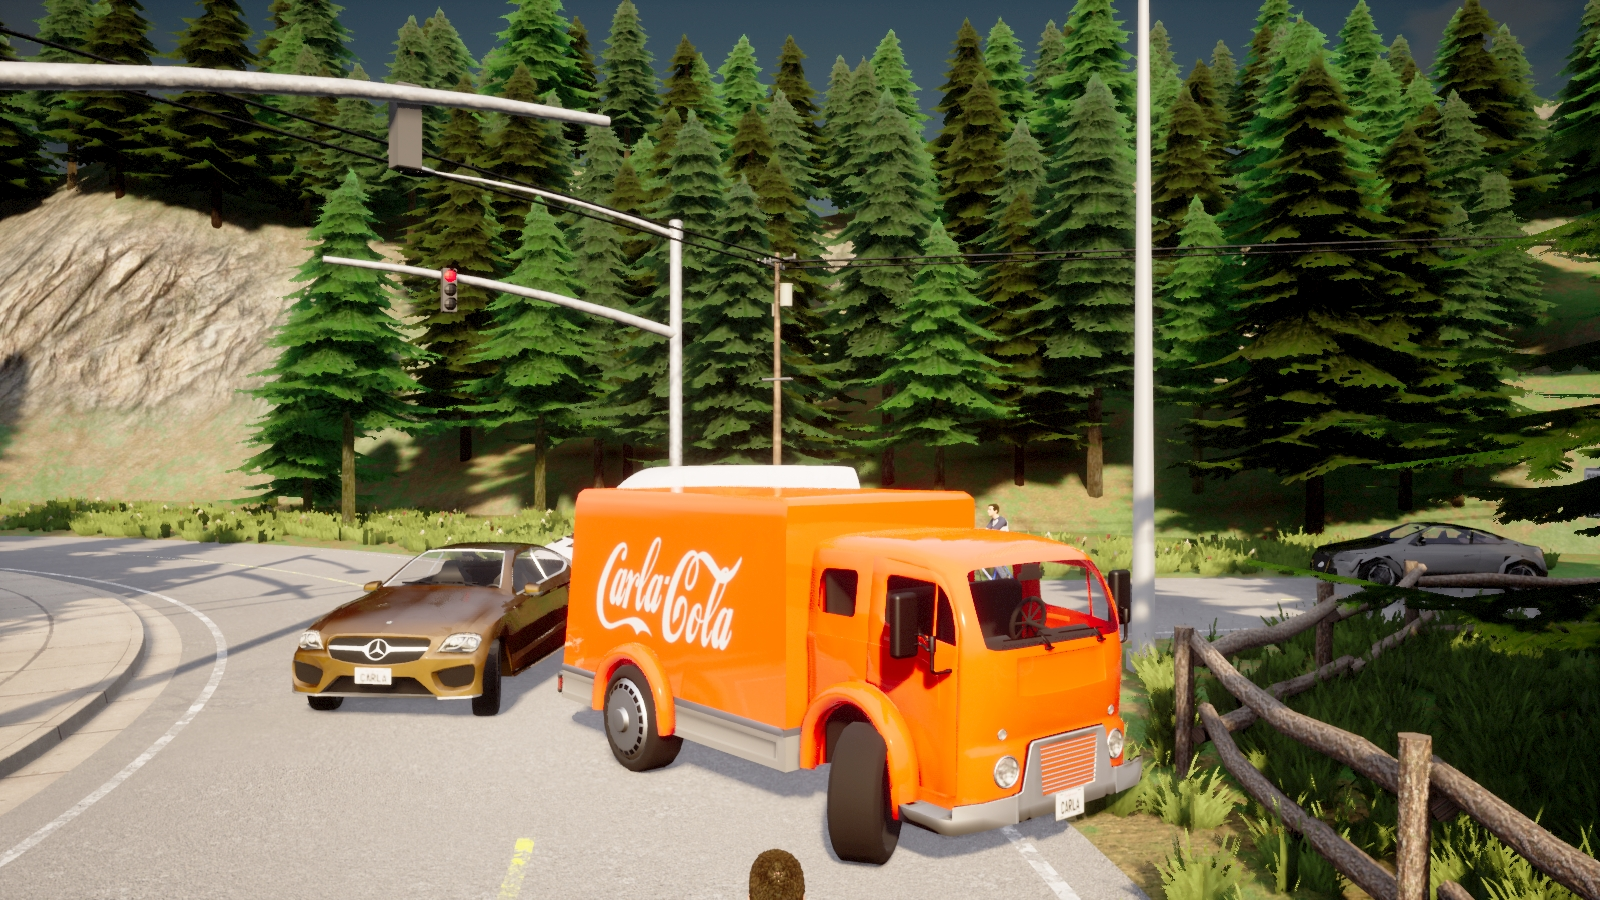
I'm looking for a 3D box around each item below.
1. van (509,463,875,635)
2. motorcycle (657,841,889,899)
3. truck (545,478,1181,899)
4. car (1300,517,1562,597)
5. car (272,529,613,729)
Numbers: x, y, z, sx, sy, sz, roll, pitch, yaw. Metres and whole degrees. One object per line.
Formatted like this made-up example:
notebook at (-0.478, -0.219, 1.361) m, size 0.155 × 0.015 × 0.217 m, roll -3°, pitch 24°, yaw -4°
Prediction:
van at (-1.776, 1.528, 19.549) m, size 5.915 × 2.561 × 1.988 m, roll 0°, pitch 0°, yaw -27°
motorcycle at (-0.074, 2.159, 3.526) m, size 0.803 × 1.199 × 2.033 m, roll 0°, pitch 0°, yaw -2°
truck at (0.202, 1.542, 9.769) m, size 2.627 × 2.467 × 5.204 m, roll 0°, pitch 0°, yaw -39°
car at (12.589, 2.119, 23.051) m, size 4.181 × 1.385 × 1.994 m, roll 0°, pitch 0°, yaw 6°
car at (-4.038, 1.970, 14.038) m, size 2.152 × 1.651 × 5.027 m, roll 0°, pitch 0°, yaw 6°
